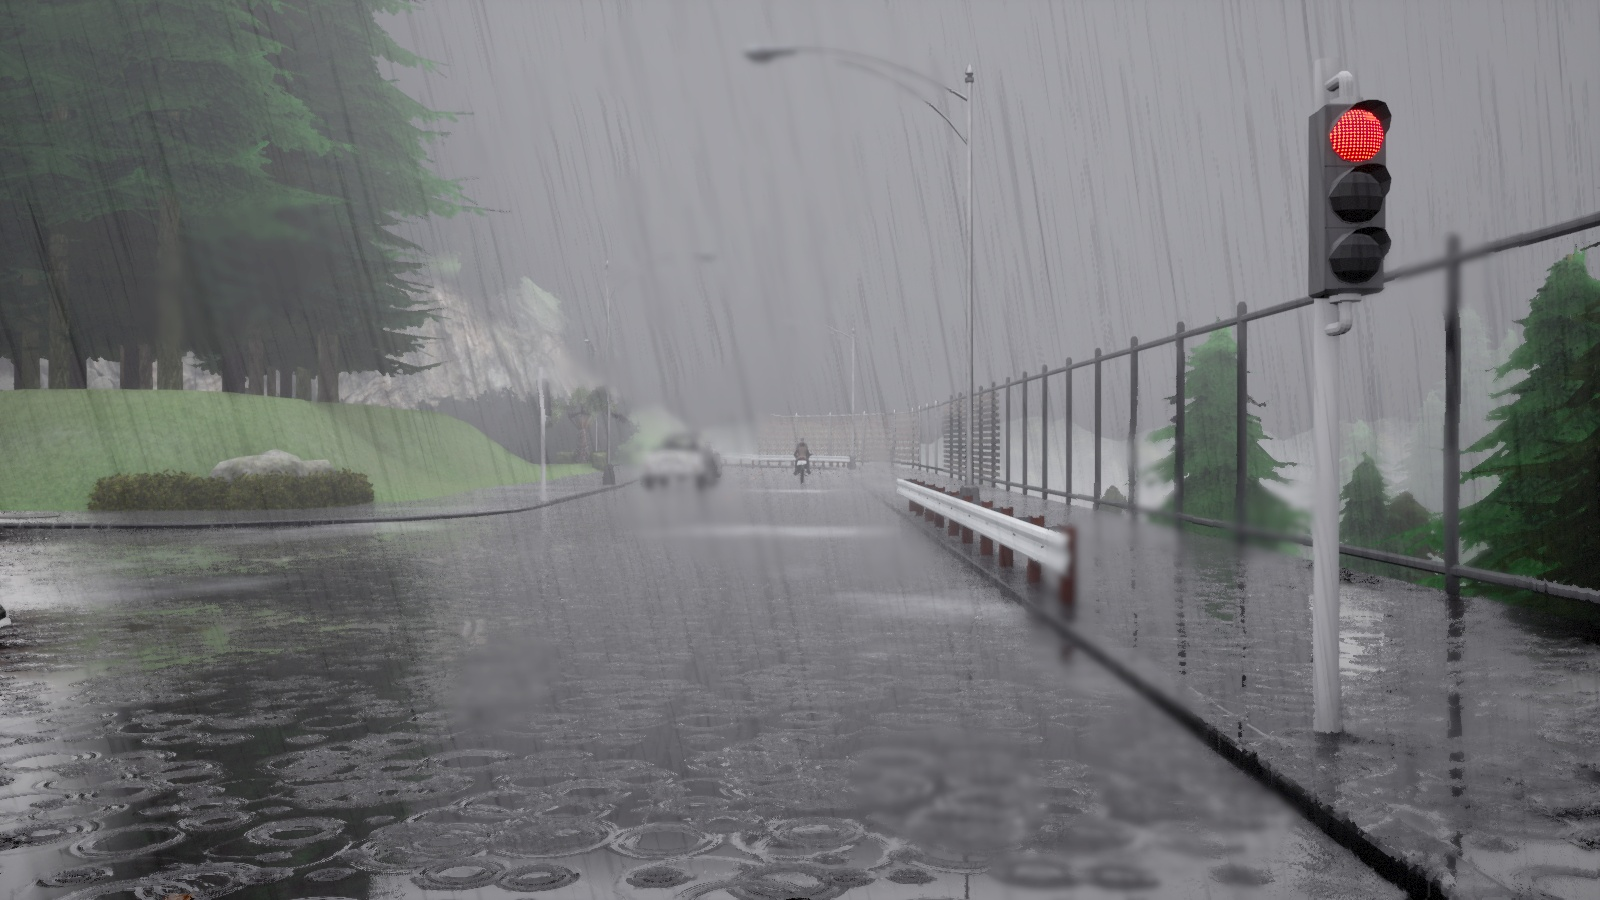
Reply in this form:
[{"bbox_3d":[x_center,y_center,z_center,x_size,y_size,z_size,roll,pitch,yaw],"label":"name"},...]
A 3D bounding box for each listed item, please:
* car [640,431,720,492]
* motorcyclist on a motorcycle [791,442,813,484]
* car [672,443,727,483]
[{"bbox_3d":[-3.834,0.330,40.803,1.932,1.855,4.605,0,0,3],"label":"car"},{"bbox_3d":[0.083,0.464,46.935,0.797,1.523,2.044,0,0,0],"label":"motorcyclist on a motorcycle"},{"bbox_3d":[-3.912,0.478,49.425,1.845,1.501,3.633,0,0,0],"label":"car"}]
